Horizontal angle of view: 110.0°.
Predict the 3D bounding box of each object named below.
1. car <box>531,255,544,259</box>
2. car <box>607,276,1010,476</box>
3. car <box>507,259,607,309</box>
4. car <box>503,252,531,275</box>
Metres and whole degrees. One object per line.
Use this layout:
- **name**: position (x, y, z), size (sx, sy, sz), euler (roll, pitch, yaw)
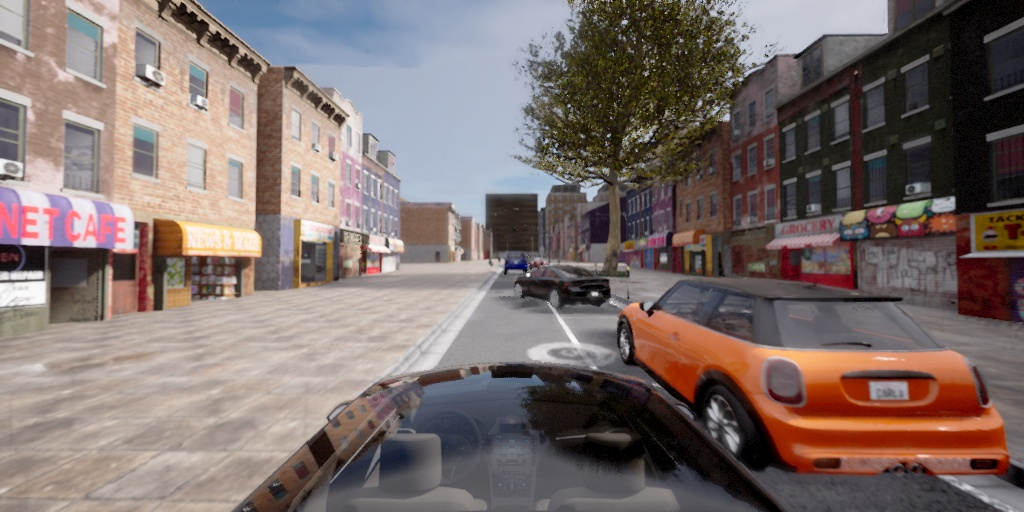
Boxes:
- **car**: position (2.942, 0.795, 41.792), size (1.967, 1.591, 4.097), euler (0, 0, 0)
- **car**: position (3.010, 1.066, 4.974), size (2.097, 1.767, 4.553), euler (0, 1, 0)
- **car**: position (1.779, 1.088, 14.285), size (1.882, 1.535, 5.008), euler (-1, 1, -24)
- **car**: position (0.331, 0.643, 33.846), size (2.150, 2.045, 5.566), euler (0, 1, 0)
